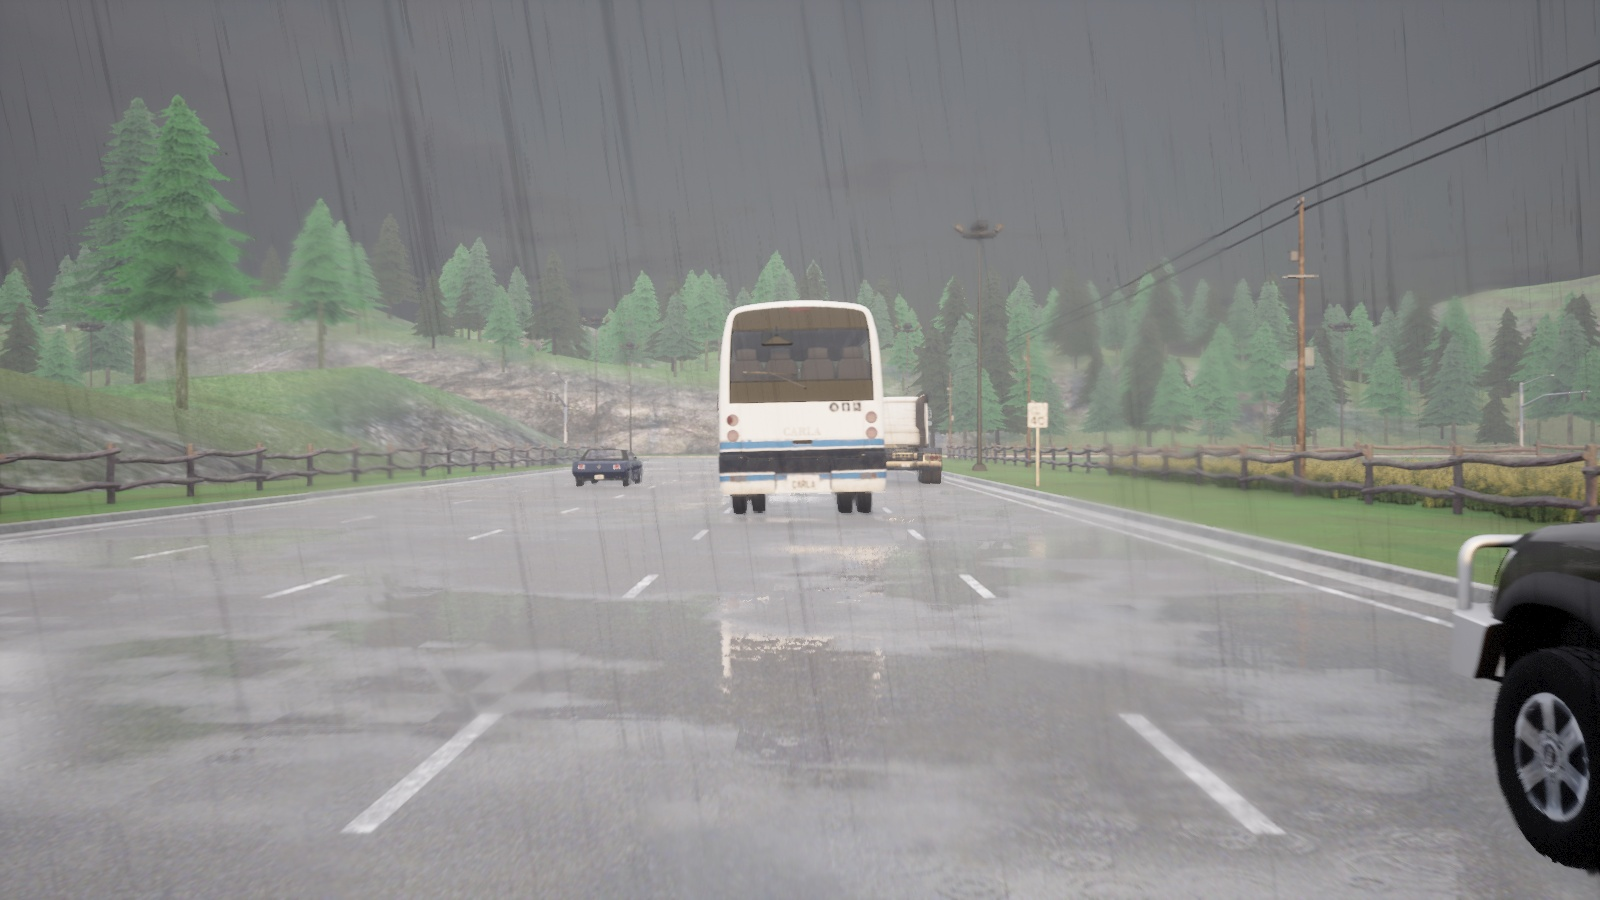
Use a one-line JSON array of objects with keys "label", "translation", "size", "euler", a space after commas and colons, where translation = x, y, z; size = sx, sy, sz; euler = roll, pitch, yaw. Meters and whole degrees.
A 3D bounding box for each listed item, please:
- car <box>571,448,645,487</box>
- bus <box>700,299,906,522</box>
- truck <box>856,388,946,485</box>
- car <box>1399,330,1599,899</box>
[{"label": "car", "translation": [-6.734, 0.590, 44.506], "size": [1.895, 1.301, 4.718], "euler": [0, 0, 0]}, {"label": "bus", "translation": [0.000, -0.796, 29.573], "size": [3.944, 4.253, 10.273], "euler": [-1, 0, -1]}, {"label": "truck", "translation": [3.791, -0.507, 48.749], "size": [2.891, 3.462, 7.936], "euler": [0, 0, 0]}, {"label": "car", "translation": [3.533, 0.548, 3.092], "size": [1.932, 1.855, 4.605], "euler": [0, 0, 0]}]
